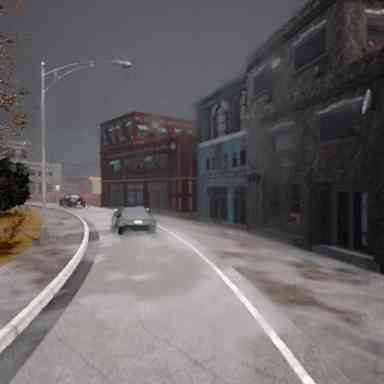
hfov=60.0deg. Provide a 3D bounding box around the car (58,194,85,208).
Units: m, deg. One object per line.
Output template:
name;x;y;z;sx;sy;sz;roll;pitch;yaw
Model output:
car;-13.103;0.933;36.273;1.812;1.442;4.674;-1;1;-37

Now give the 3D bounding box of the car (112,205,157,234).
car;-3.185;1.365;17.927;1.994;1.385;4.181;0;1;-17
